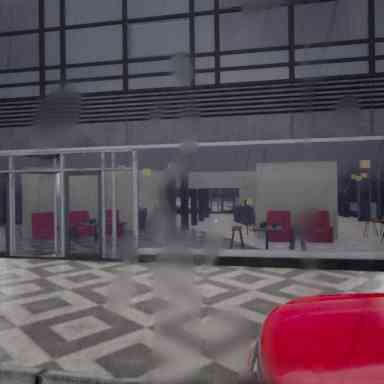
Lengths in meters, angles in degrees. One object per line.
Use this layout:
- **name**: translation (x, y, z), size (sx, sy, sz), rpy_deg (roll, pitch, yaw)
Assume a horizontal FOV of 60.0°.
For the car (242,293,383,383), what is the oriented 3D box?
- **car**: translation (3.052, 1.224, 1.852), size (5.566, 2.045, 2.150), rpy_deg (0, 0, 10)
